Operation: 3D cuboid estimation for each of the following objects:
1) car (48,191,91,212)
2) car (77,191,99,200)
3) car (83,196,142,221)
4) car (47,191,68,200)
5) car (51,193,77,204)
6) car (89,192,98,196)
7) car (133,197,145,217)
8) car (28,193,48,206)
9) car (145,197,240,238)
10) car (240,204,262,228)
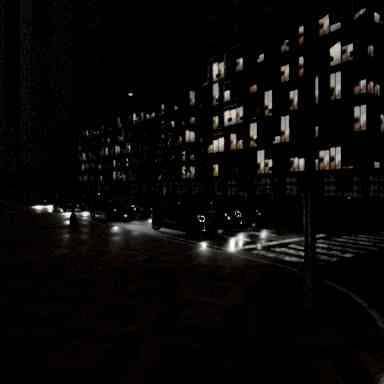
[{"bbox_3d":[-11.436,0.938,30.782,1.837,1.490,4.892,0,1,-38],"label":"car"},{"bbox_3d":[-16.912,0.547,53.834,1.812,1.442,4.674,0,1,-38],"label":"car"},{"bbox_3d":[-5.709,1.204,23.514,1.895,1.301,4.718,0,1,-38],"label":"car"},{"bbox_3d":[-22.631,0.533,55.853,1.895,1.301,4.718,0,1,-38],"label":"car"},{"bbox_3d":[-16.368,0.806,42.379,1.895,1.301,4.718,0,1,-38],"label":"car"},{"bbox_3d":[-10.013,0.996,34.232,1.895,1.301,4.718,0,1,-38],"label":"car"},{"bbox_3d":[-4.022,1.119,26.621,2.033,1.411,5.357,0,1,-38],"label":"car"},{"bbox_3d":[-17.637,0.813,38.719,1.994,1.385,4.181,0,1,-37],"label":"car"},{"bbox_3d":[-0.132,1.120,16.456,2.097,1.767,4.553,0,1,-38],"label":"car"},{"bbox_3d":[1.854,1.098,19.187,2.097,1.767,4.553,0,1,-38],"label":"car"}]
